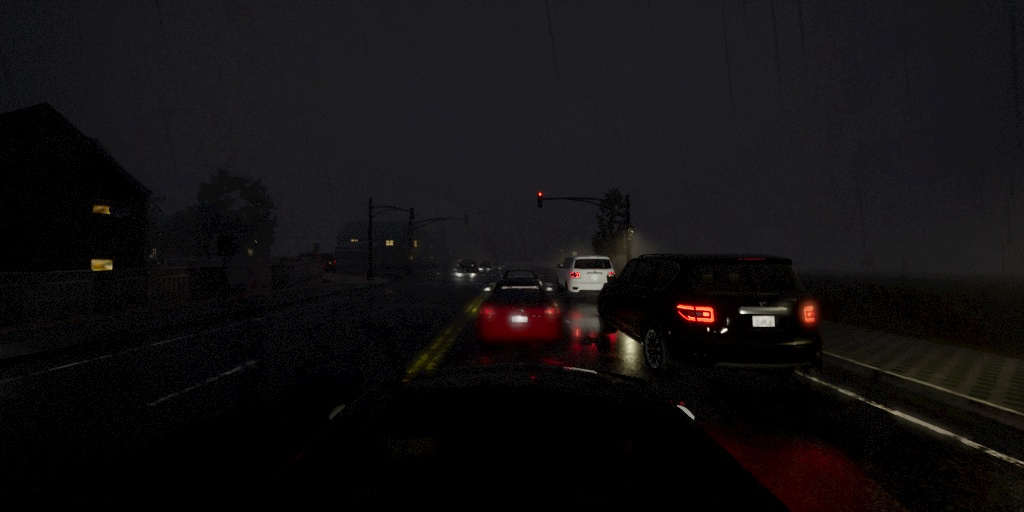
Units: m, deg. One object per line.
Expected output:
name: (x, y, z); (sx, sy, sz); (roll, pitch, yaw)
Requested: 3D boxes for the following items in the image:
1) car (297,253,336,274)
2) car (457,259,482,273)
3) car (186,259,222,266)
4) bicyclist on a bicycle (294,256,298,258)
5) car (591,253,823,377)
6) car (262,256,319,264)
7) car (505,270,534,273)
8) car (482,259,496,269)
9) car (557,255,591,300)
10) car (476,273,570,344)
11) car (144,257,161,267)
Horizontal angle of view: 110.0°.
car: (-20.206, 0.712, 35.759); (5.566, 2.045, 2.150); (1, -1, 20)
car: (-5.451, 1.167, 44.595); (2.097, 1.767, 4.553); (0, 0, 3)
car: (-30.408, 0.829, 35.872); (5.357, 1.411, 2.033); (1, -1, 16)
bicyclist on a bicycle: (-24.184, 0.781, 40.223); (0.582, 1.620, 1.656); (1, -1, 16)
car: (3.402, 0.974, 7.512); (2.150, 2.045, 5.566); (0, 0, 0)
car: (-20.868, 0.940, 33.206); (4.892, 1.490, 1.837); (1, -1, 16)
car: (0.343, 1.364, 18.443); (1.895, 1.301, 4.718); (0, 0, -3)
car: (-4.435, 1.406, 61.593); (2.033, 1.411, 5.357); (0, 0, 4)
car: (3.555, 0.983, 17.870); (2.150, 2.045, 5.566); (0, 0, 1)
car: (0.178, 1.319, 9.634); (1.994, 1.385, 4.181); (0, 0, 0)
car: (-40.287, 0.625, 38.642); (4.892, 1.490, 1.837); (1, -1, 16)
